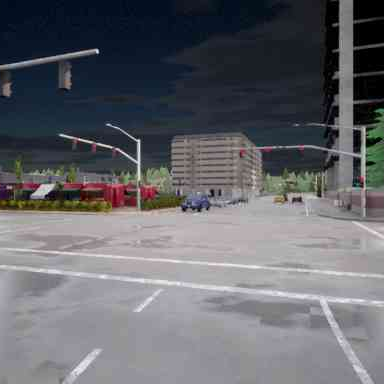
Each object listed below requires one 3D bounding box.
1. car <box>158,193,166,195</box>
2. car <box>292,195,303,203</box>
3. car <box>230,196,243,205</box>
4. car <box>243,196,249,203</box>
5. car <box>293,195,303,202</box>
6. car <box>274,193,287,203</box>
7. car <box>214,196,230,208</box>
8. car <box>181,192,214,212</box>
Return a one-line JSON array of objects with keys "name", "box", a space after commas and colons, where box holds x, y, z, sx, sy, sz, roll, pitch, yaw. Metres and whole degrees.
[{"name": "car", "box": [-8.052, 1.209, 81.411, 4.605, 1.855, 1.932, 0, 0, 19]}, {"name": "car", "box": [21.376, 1.478, 67.598, 1.882, 1.535, 5.008, 0, 0, 19]}, {"name": "car", "box": [6.807, 1.491, 57.658, 2.128, 1.511, 4.902, 0, 0, 19]}, {"name": "car", "box": [10.270, 1.547, 67.649, 2.033, 1.411, 5.357, 0, 0, 19]}, {"name": "car", "box": [24.658, 1.525, 77.345, 2.128, 1.511, 4.902, 0, 0, 19]}, {"name": "car", "box": [18.161, 1.478, 68.999, 1.882, 1.535, 5.008, 0, 0, 19]}, {"name": "car", "box": [3.693, 1.601, 48.537, 1.895, 1.301, 4.718, 0, 0, 19]}, {"name": "car", "box": [0.554, 1.221, 39.292, 2.150, 2.045, 5.566, 0, 0, 19]}]
